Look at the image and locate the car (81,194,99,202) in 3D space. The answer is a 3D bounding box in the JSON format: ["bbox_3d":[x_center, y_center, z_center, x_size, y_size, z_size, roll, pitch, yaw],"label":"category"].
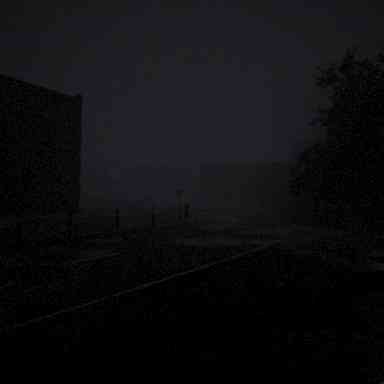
[{"bbox_3d":[-21.448,1.327,73.683,2.185,1.767,4.553,2,0,32],"label":"car"}]

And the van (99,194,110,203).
[{"bbox_3d":[-16.890,1.344,70.716,1.878,1.987,4.442,1,0,32],"label":"van"}]

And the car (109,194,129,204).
[{"bbox_3d":[-14.337,1.503,69.322,2.185,1.767,4.553,1,-1,31],"label":"car"}]

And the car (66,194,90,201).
[{"bbox_3d":[-26.202,1.324,76.566,2.231,1.521,4.892,2,0,32],"label":"car"}]

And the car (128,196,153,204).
[{"bbox_3d":[-9.739,1.751,66.428,2.163,1.488,4.792,1,-1,32],"label":"car"}]
